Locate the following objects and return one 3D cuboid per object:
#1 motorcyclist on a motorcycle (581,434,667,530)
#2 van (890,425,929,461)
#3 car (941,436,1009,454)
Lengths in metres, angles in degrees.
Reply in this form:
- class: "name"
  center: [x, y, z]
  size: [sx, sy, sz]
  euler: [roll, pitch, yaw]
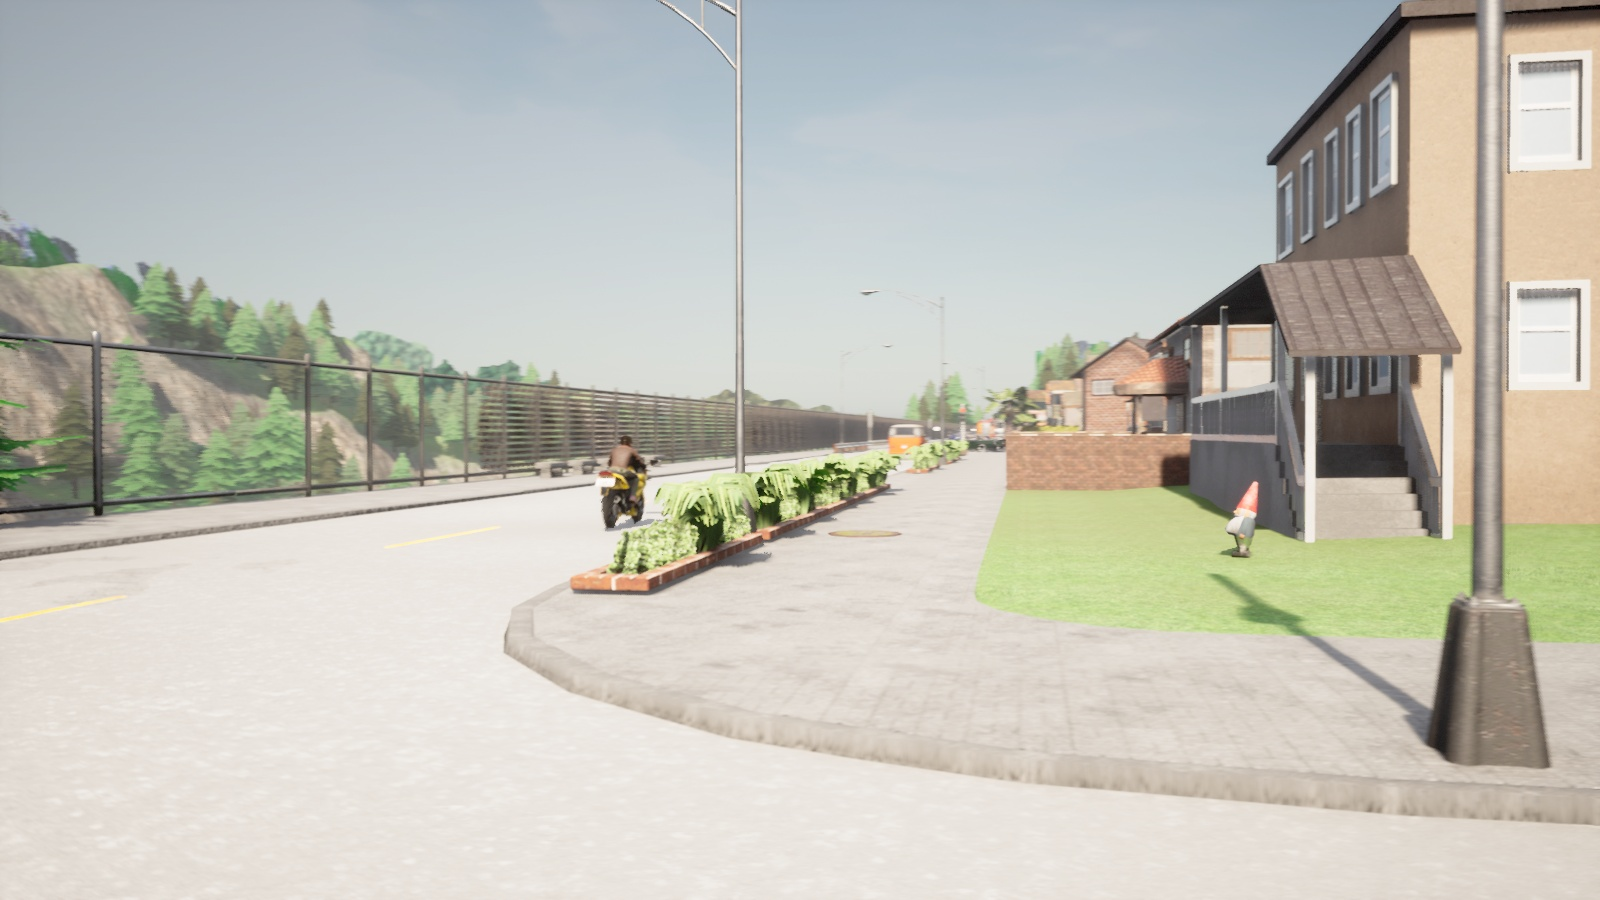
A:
- class: "motorcyclist on a motorcycle"
  center: [-2.901, 0.492, 20.881]
  size: [0.797, 1.523, 2.044]
  euler: [0, 1, 11]
- class: "van"
  center: [6.212, -0.416, 70.754]
  size: [1.775, 1.987, 4.442]
  euler: [0, 1, 10]
- class: "car"
  center: [13.155, -0.380, 94.537]
  size: [4.718, 1.301, 1.895]
  euler: [1, 1, 39]
